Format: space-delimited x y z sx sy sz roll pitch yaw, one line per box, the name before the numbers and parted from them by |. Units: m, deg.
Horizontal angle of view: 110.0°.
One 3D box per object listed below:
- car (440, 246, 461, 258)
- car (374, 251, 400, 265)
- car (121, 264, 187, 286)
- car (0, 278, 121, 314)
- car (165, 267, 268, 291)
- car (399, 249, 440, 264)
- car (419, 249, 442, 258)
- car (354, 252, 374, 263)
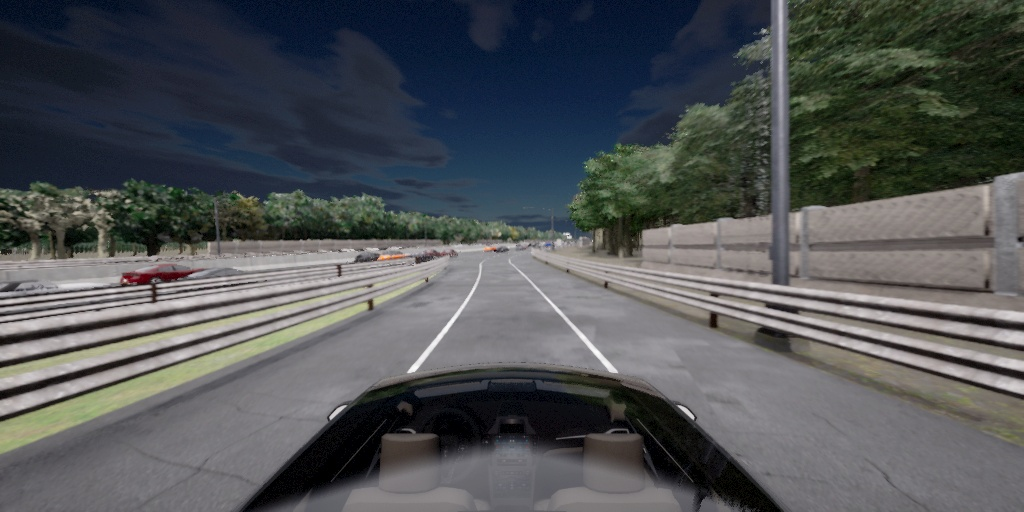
car | -10.450 -0.421 60.214 1.812 1.442 4.674 0 3 15
car | -14.607 0.141 44.884 2.097 1.767 4.553 0 3 15
car | -23.651 1.279 24.896 1.882 1.535 5.008 0 3 15
car | -22.226 1.748 16.779 1.895 1.301 4.718 0 3 15
car | -17.288 1.410 21.615 1.812 1.442 4.674 0 3 15
car | -11.215 0.286 44.017 2.128 1.511 4.902 0 3 15
car | -13.829 -0.428 61.130 1.812 1.442 4.674 0 3 15
car | -17.972 0.281 45.845 1.837 1.490 4.892 0 3 15
